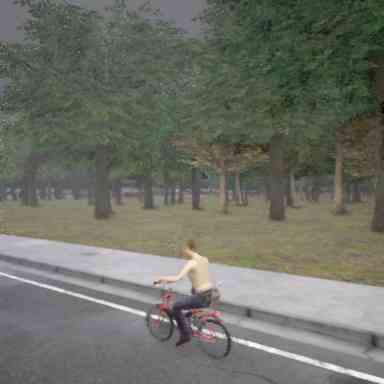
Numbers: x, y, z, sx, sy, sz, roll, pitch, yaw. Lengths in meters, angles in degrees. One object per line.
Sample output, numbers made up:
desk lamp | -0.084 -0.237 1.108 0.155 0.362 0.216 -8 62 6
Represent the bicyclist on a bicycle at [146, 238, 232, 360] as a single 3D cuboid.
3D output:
bicyclist on a bicycle | -0.098 1.454 4.754 1.509 1.612 0.866 0 0 35
